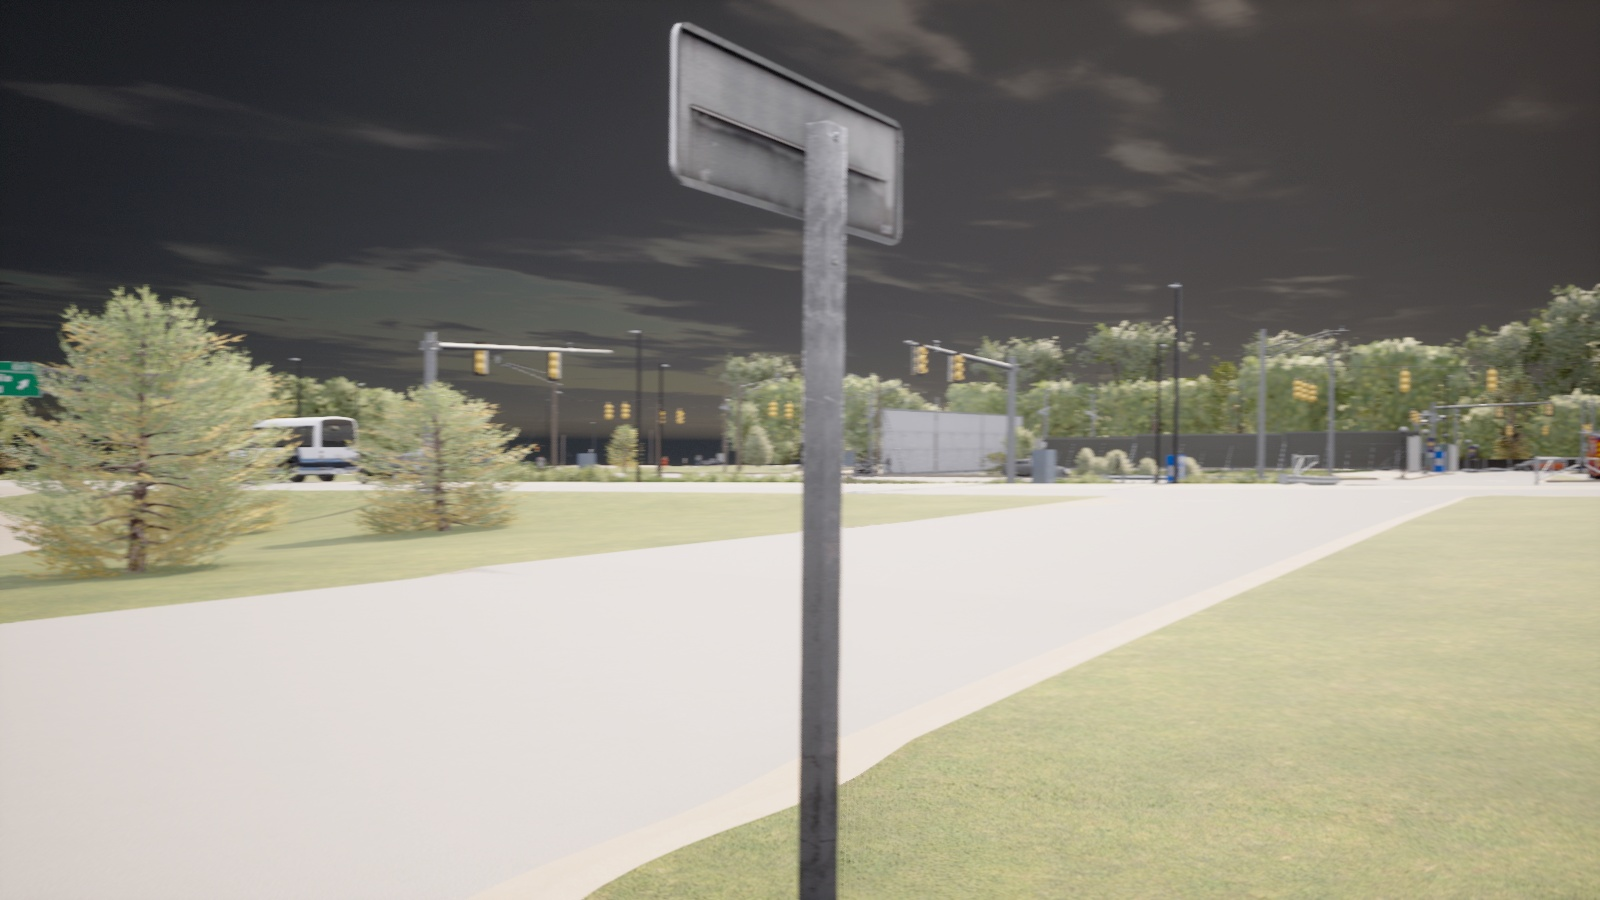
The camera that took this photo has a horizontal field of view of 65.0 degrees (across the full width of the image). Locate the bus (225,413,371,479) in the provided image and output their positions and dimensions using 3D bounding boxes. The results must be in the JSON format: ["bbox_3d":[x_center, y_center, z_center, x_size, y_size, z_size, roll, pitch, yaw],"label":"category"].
[{"bbox_3d":[-34.021,-0.212,84.996,10.273,4.253,3.944,0,0,33],"label":"bus"}]

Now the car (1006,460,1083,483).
[{"bbox_3d":[17.307,1.492,88.856,4.902,1.511,2.128,0,0,33],"label":"car"}]
